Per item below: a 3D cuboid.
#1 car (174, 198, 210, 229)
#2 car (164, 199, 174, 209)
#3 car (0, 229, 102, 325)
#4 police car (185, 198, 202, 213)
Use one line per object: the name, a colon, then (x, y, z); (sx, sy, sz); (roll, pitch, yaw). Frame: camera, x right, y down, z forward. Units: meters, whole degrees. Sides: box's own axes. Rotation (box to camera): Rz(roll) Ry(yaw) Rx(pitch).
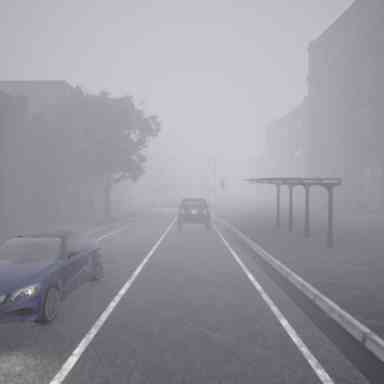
car: (0.121, 1.428, 23.505); (2.150, 2.045, 5.566); (0, -1, 0)
car: (-2.964, 1.768, 49.868); (1.994, 1.385, 4.181); (0, 0, 1)
car: (-3.327, 1.597, 7.372); (1.812, 1.442, 4.674); (0, -1, 0)
police car: (0.188, 1.653, 41.951); (1.930, 1.638, 5.238); (0, 0, 0)
